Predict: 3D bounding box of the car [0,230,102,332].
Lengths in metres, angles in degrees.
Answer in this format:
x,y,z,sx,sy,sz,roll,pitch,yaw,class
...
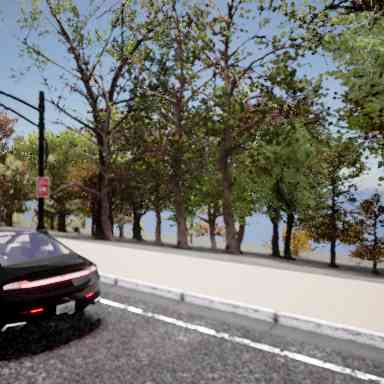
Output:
x,y,z,sx,sy,sz,roll,pitch,yaw,class
-3.796,1.490,6.365,4.902,1.511,2.128,0,0,37,car
